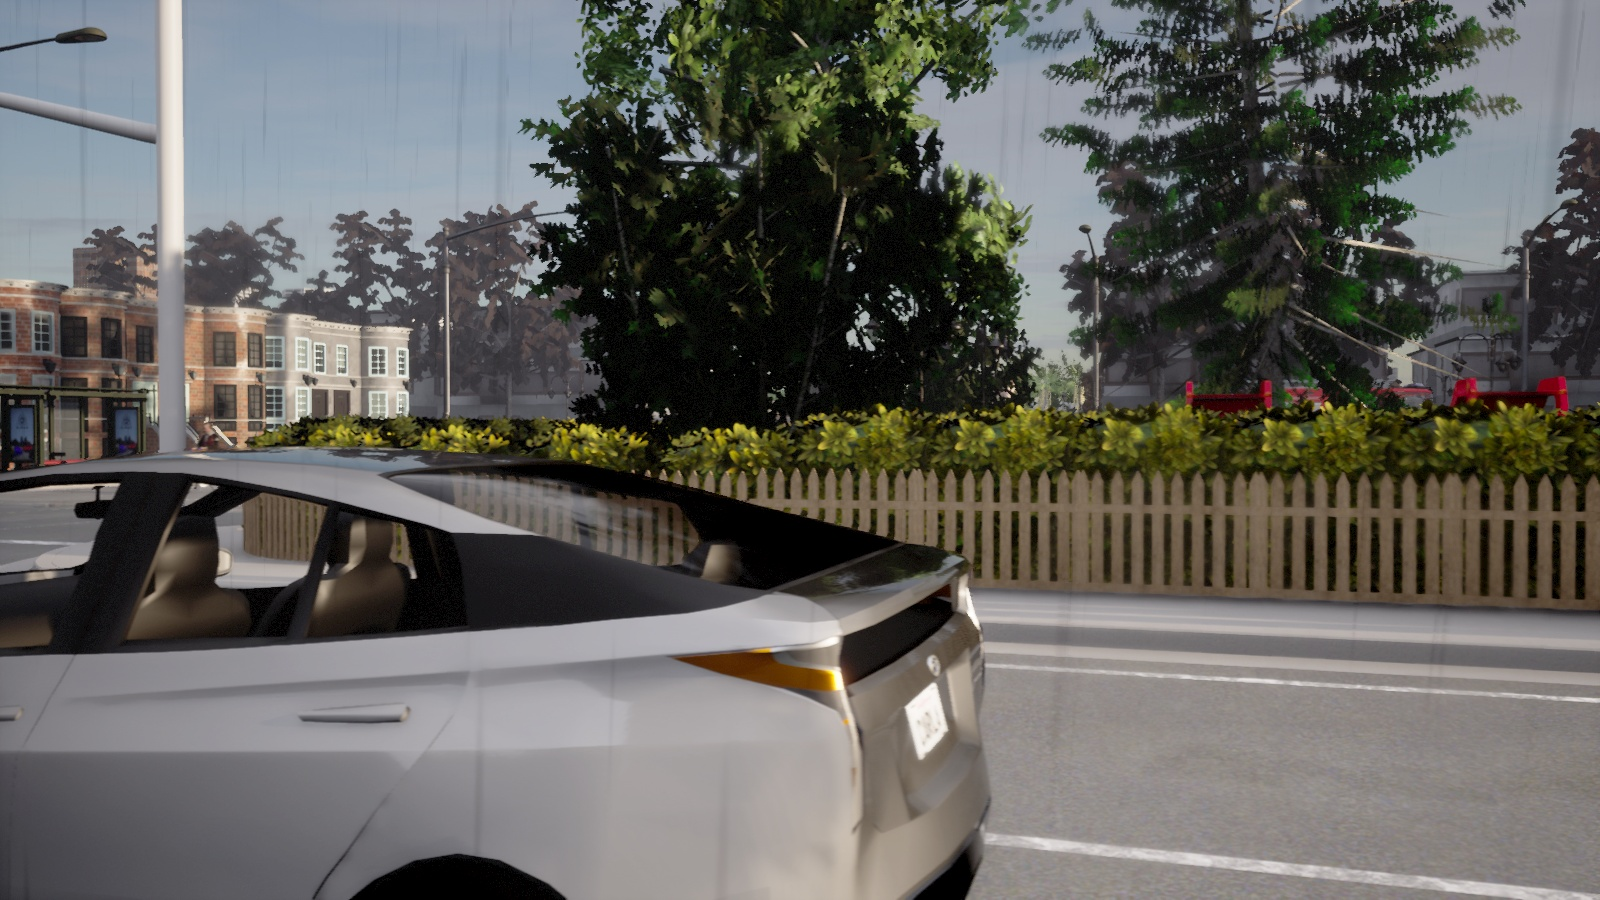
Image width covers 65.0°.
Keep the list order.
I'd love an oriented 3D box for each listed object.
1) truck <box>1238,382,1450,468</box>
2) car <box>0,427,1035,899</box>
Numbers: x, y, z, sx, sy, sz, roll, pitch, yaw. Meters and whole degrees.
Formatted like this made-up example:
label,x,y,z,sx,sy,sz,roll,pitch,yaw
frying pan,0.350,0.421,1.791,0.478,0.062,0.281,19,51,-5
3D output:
label,x,y,z,sx,sy,sz,roll,pitch,yaw
truck,24.773,-1.159,57.591,8.468,3.827,2.891,1,1,12
car,-1.715,0.701,3.766,4.514,1.525,2.007,1,1,18
